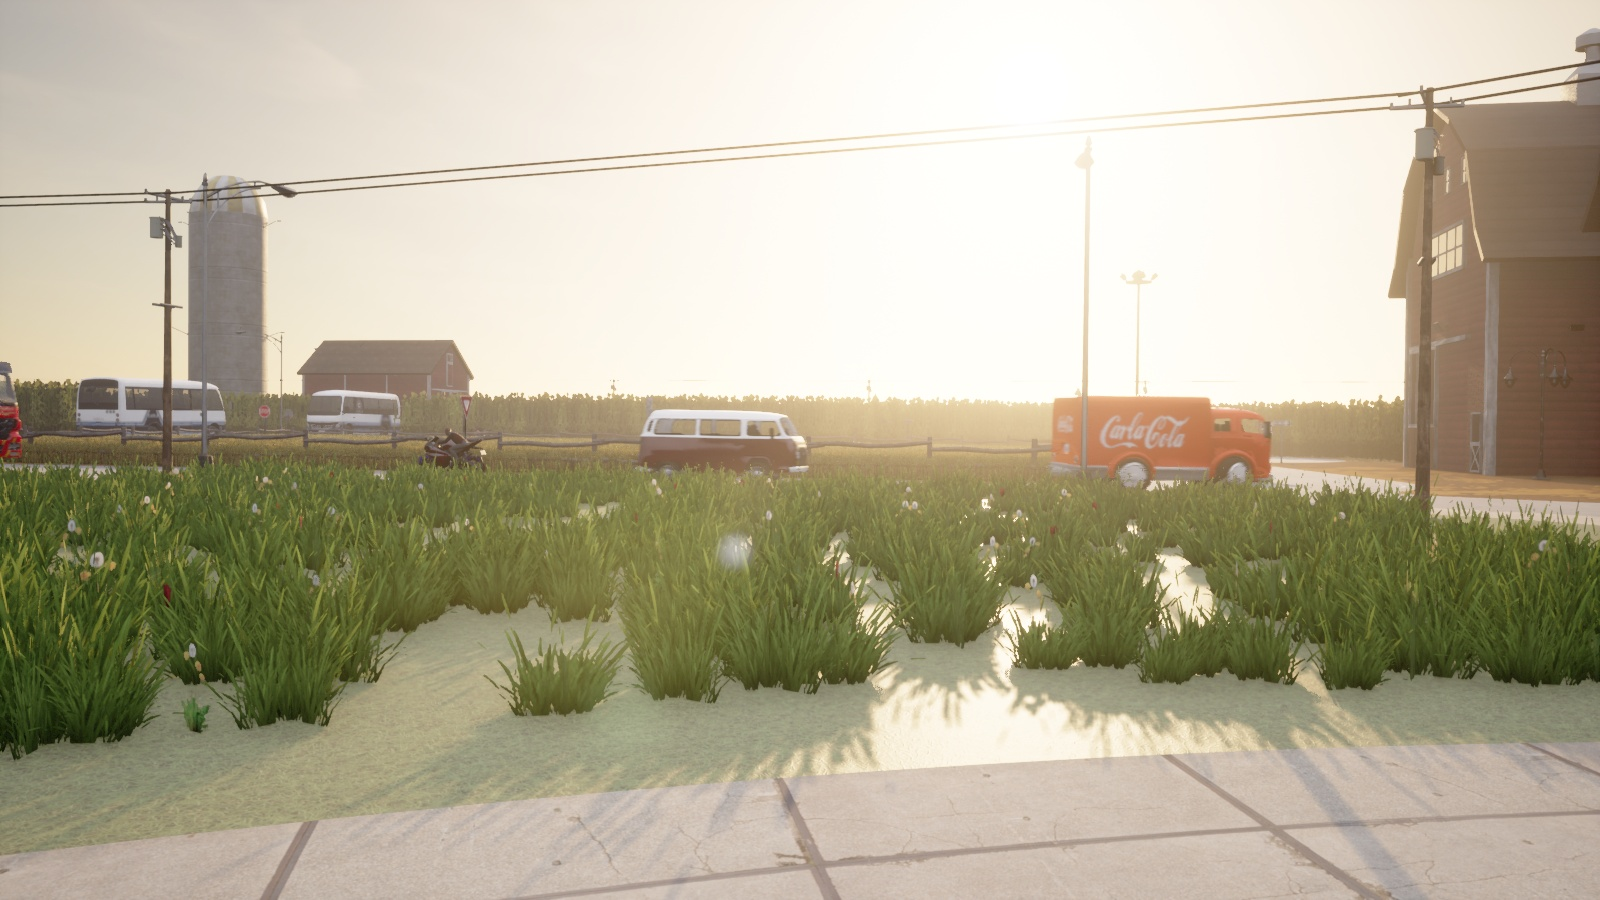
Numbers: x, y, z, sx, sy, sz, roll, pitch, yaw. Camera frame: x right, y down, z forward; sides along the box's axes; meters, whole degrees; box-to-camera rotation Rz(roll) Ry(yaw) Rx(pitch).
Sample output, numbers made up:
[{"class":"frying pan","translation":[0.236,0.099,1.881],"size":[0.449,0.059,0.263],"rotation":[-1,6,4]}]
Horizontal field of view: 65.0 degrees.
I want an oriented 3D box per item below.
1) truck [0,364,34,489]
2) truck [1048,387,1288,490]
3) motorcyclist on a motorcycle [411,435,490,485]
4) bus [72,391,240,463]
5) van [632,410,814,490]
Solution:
[{"class":"truck","translation":[-28.653,-0.693,39.090],"size":[8.468,3.827,2.891],"rotation":[0,1,12]},{"class":"truck","translation":[9.203,-0.324,31.769],"size":[5.204,2.467,2.627],"rotation":[0,2,-6]},{"class":"motorcyclist on a motorcycle","translation":[-10.853,0.315,39.059],"size":[2.191,1.530,0.866],"rotation":[0,1,11]},{"class":"bus","translation":[-41.007,-1.521,80.590],"size":[3.944,4.253,10.273],"rotation":[0,2,12]},{"class":"van","translation":[-2.021,-0.005,33.700],"size":[4.480,2.038,2.069],"rotation":[0,1,11]}]
